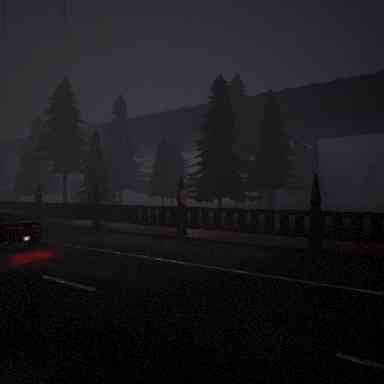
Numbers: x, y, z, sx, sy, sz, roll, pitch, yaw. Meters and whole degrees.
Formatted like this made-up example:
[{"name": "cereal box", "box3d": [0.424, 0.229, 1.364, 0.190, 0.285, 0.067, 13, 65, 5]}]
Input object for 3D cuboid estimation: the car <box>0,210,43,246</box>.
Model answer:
[{"name": "car", "box3d": [-8.269, 1.516, 14.066, 4.892, 1.490, 1.837, 0, 0, 36]}]
